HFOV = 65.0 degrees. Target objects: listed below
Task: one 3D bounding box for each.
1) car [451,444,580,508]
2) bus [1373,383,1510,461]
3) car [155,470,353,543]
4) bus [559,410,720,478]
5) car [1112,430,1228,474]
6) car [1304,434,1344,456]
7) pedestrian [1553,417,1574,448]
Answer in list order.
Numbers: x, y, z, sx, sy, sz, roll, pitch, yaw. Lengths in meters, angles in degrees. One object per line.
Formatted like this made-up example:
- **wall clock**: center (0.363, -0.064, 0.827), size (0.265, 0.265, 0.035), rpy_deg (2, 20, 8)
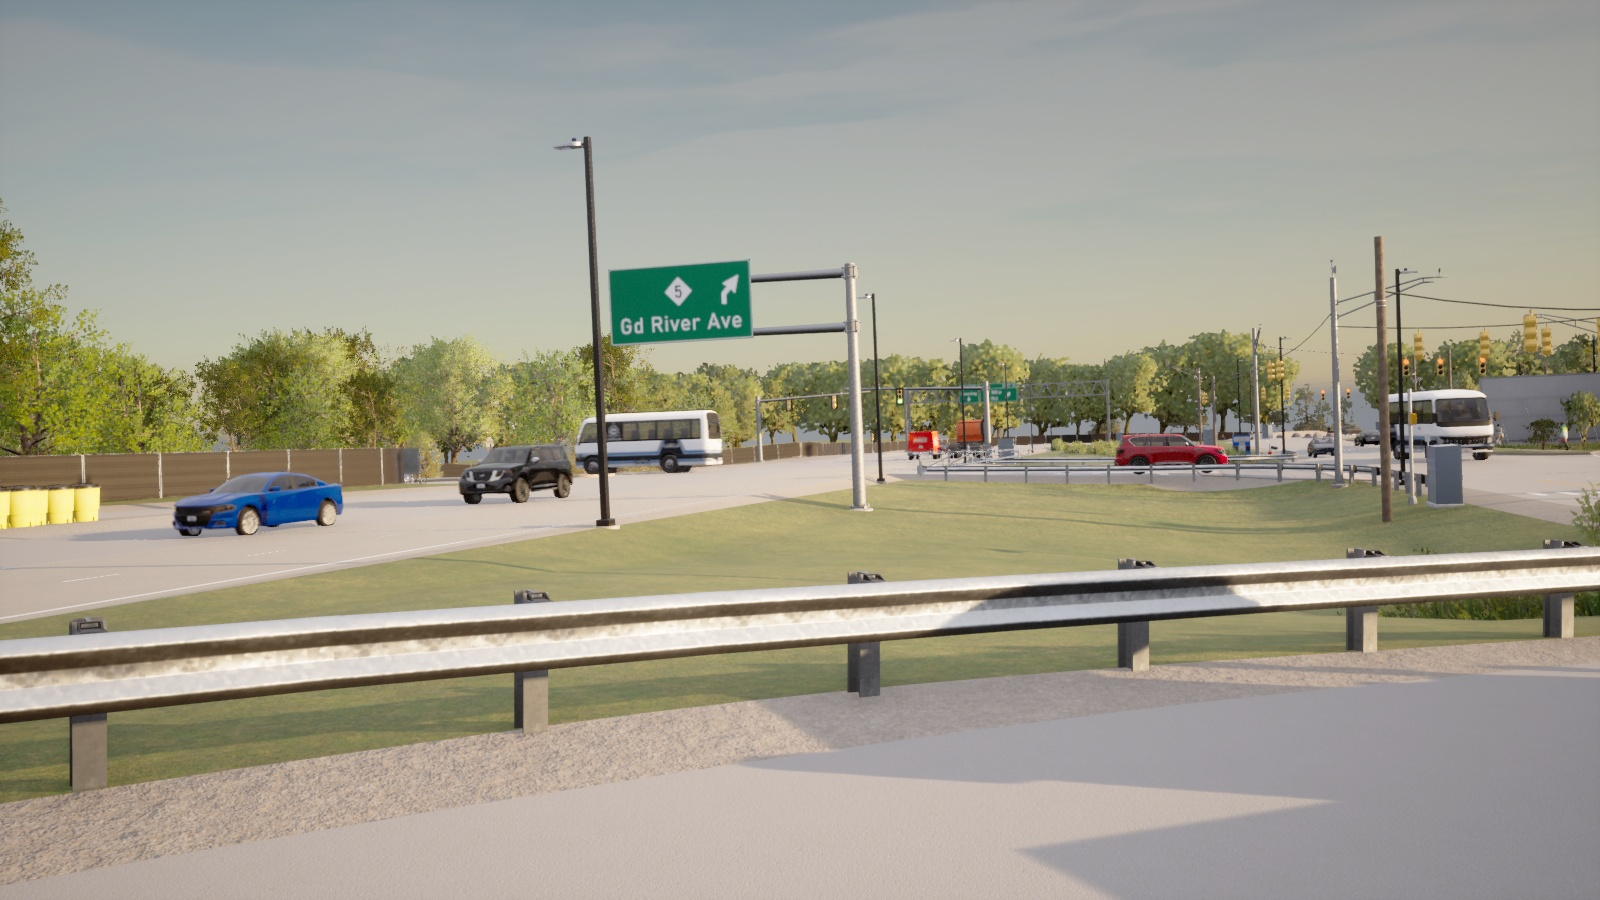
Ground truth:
- **car**: center (-10.237, 0.882, 45.688), size (2.150, 2.045, 5.566), rpy_deg (-2, 0, 15)
- **bus**: center (38.724, -1.654, 76.371), size (3.944, 4.253, 10.273), rpy_deg (-2, 1, 7)
- **car**: center (-13.868, 1.384, 32.281), size (1.882, 1.535, 5.008), rpy_deg (-2, 0, 15)
- **bus**: center (-11.163, -0.394, 87.506), size (10.273, 4.253, 3.944), rpy_deg (-2, 0, 15)
- **car**: center (18.898, 0.090, 64.236), size (5.566, 2.045, 2.150), rpy_deg (-2, 0, 17)
- **car**: center (37.887, -0.357, 90.901), size (2.033, 1.411, 5.357), rpy_deg (-2, 1, 16)
- **pedestrian**: center (48.890, -1.108, 80.410), size (0.659, 1.952, 0.873), rpy_deg (-4, 2, -37)
